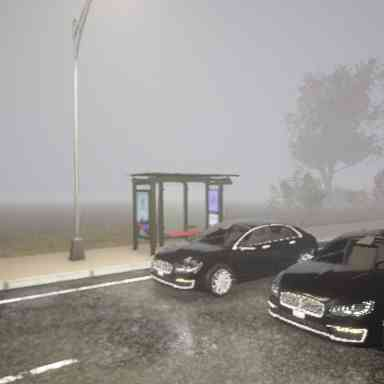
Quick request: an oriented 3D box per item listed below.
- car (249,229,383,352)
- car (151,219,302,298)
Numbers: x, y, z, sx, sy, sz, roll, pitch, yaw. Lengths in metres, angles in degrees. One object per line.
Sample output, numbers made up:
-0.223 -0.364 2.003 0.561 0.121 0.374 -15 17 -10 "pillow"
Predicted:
3.512 1.502 6.195 4.892 1.490 1.837 0 0 -36 "car"
1.300 1.502 8.609 4.892 1.490 1.837 0 0 -36 "car"
